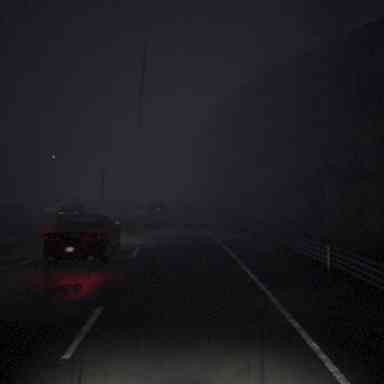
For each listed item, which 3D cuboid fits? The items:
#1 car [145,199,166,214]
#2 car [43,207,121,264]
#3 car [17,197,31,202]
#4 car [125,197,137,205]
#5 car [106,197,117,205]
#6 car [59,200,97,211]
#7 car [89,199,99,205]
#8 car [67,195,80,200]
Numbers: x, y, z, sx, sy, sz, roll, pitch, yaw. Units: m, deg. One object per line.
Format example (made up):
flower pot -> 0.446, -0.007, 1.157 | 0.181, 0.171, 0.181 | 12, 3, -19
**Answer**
car -> -4.035, 1.572, 36.998 | 1.837, 1.490, 4.892 | 0, 0, -13
car -> -3.790, 1.536, 12.237 | 1.882, 1.535, 5.008 | 0, 0, -5
car -> -36.042, 1.881, 71.430 | 2.097, 1.767, 4.553 | -1, 0, -16
car -> -11.901, 1.667, 64.502 | 1.882, 1.535, 5.008 | -1, 0, -17
car -> -15.409, 1.746, 63.982 | 1.837, 1.490, 4.892 | -1, 0, -17
car -> -8.713, 1.626, 24.725 | 2.128, 1.511, 4.902 | -1, 0, -8
car -> -18.810, 1.893, 63.234 | 1.895, 1.301, 4.718 | -1, 0, -18
car -> -22.283, 1.565, 62.485 | 2.150, 2.045, 5.566 | -1, 0, -17
